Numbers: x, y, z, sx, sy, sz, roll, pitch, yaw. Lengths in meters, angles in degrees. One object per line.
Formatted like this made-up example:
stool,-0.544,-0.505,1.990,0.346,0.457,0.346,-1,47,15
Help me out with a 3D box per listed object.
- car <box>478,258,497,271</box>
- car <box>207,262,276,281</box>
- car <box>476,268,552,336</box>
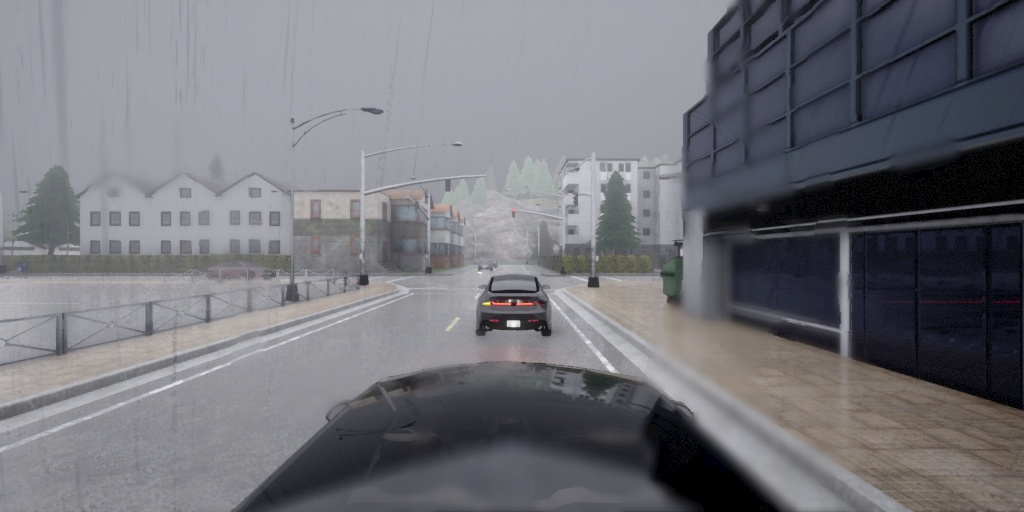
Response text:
car,-3.509,1.241,48.334,2.128,1.511,4.902,0,0,0
car,-19.884,1.136,26.526,4.181,1.385,1.994,0,0,0
car,0.069,1.255,10.365,1.837,1.490,4.892,0,0,1
